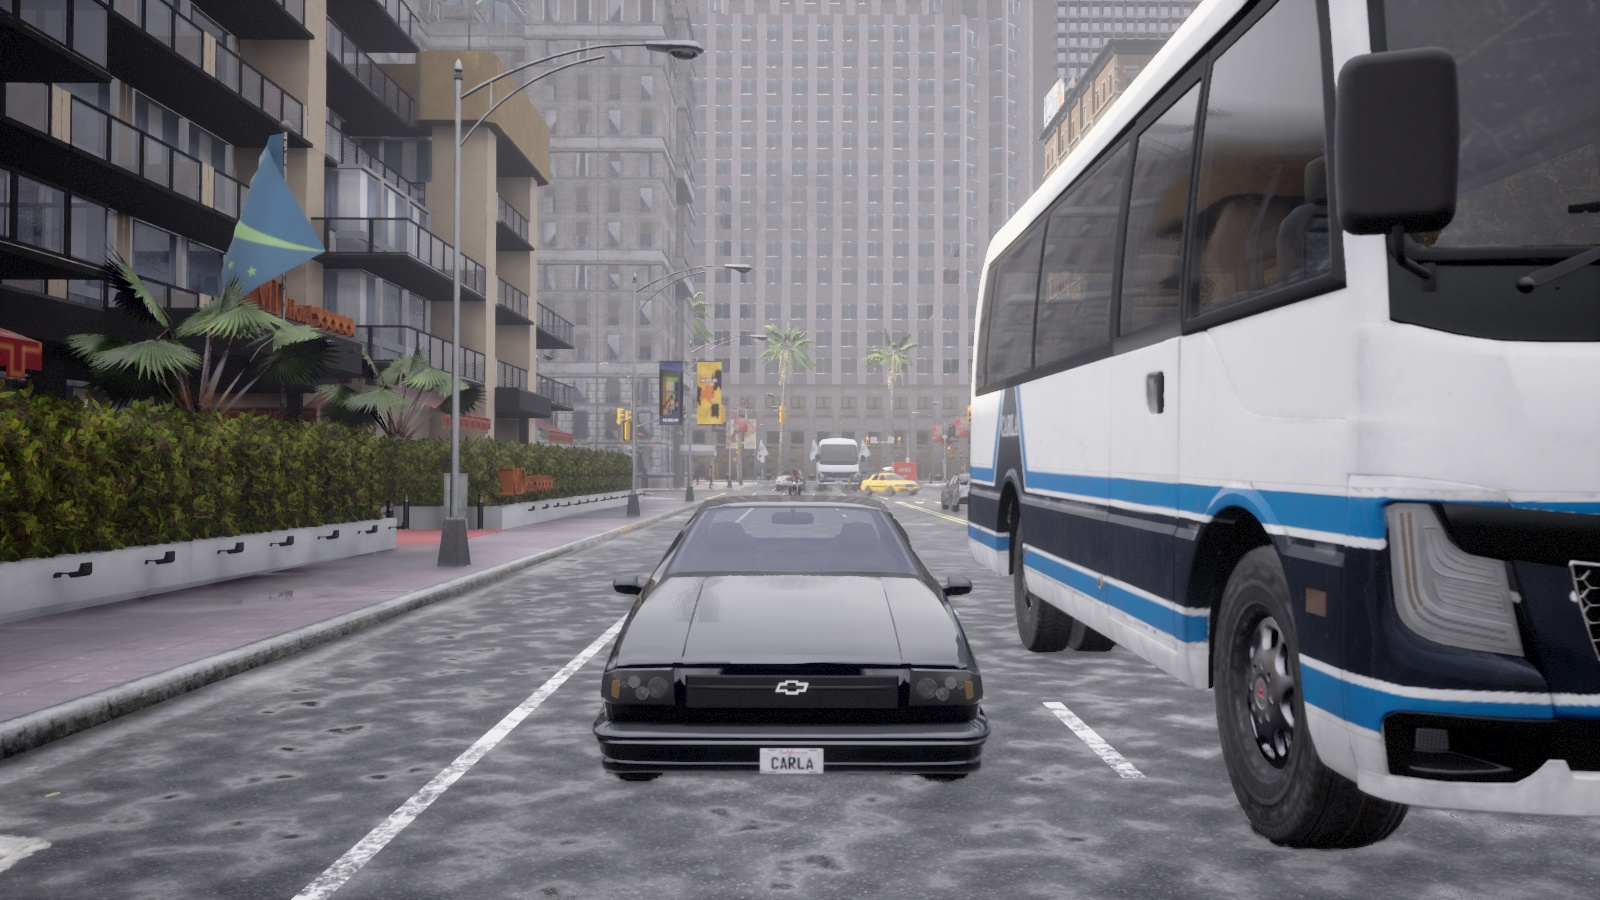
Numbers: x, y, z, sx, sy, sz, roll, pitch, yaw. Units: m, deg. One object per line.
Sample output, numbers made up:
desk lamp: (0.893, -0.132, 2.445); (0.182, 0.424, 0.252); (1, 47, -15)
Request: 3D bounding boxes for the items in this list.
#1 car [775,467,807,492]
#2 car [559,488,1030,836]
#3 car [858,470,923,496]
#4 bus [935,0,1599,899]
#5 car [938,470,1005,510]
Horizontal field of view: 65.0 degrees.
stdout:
car: (-0.661, 2.260, 97.087); (1.932, 1.855, 4.605); (0, -1, 6)
car: (-0.035, 0.998, 8.109); (2.033, 1.411, 5.357); (0, -1, 0)
car: (5.744, 2.078, 80.436); (1.801, 1.575, 5.366); (0, -1, -25)
bus: (3.458, -0.436, 8.381); (3.944, 4.253, 10.273); (0, 0, 0)
car: (6.795, 1.575, 50.199); (2.007, 1.525, 4.514); (0, -1, 0)
